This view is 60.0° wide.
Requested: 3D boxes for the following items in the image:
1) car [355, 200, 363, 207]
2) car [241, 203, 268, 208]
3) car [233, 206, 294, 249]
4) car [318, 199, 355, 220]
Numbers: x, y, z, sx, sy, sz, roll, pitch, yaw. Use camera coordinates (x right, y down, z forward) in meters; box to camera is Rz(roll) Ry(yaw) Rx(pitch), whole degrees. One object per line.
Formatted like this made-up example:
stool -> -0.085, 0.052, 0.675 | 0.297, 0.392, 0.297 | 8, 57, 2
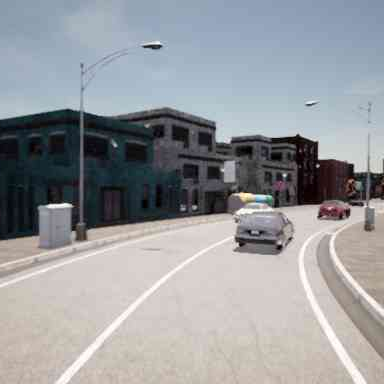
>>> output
car -> 28.408, 1.972, 57.970 | 1.895, 1.301, 4.718 | 1, 0, 36
car -> 4.747, 1.558, 24.976 | 1.812, 1.442, 4.674 | 1, 0, 32
car -> 3.382, 1.587, 14.899 | 2.033, 1.411, 5.357 | 1, 0, 23
car -> 13.269, 1.527, 30.846 | 2.097, 1.767, 4.553 | 1, 0, 35
